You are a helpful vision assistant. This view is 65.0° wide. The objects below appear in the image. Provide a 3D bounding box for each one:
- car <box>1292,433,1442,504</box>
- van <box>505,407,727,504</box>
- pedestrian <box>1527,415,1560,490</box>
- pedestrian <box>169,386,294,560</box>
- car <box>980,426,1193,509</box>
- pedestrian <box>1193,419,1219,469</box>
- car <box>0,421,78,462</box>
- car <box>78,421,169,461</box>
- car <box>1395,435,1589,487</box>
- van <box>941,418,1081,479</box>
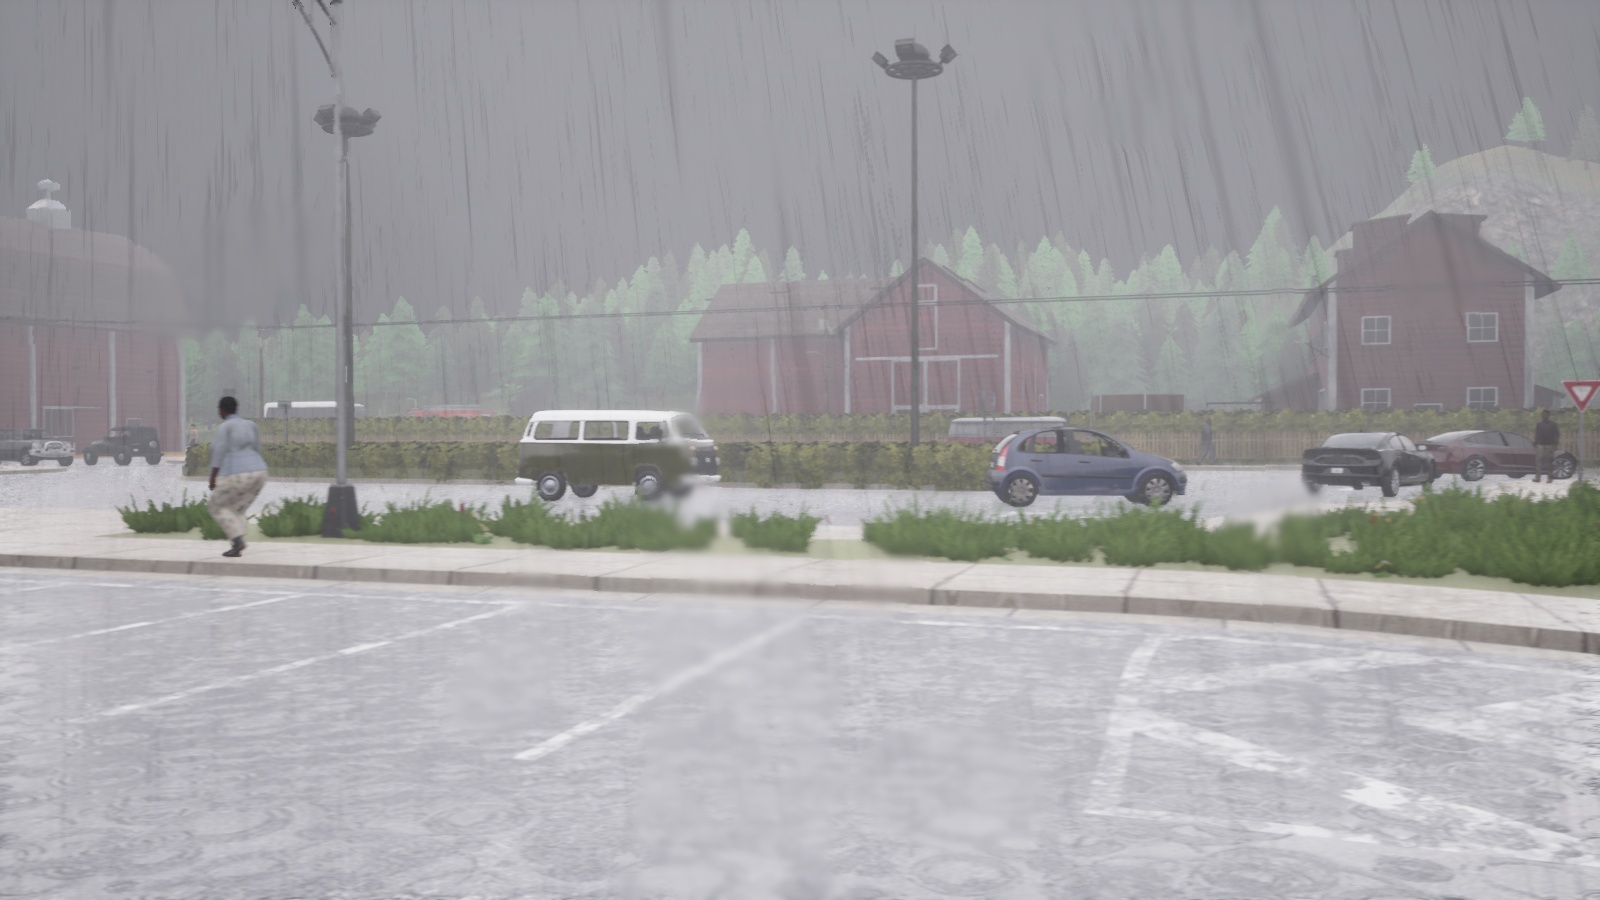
[{"bbox_3d":[13.659,0.374,30.072,1.882,1.535,5.008,1,1,41],"label":"car"},{"bbox_3d":[-4.114,0.083,28.194,4.480,2.038,2.069,1,1,19],"label":"van"},{"bbox_3d":[18.441,0.052,31.150,0.703,1.840,0.431,0,1,-35],"label":"pedestrian"},{"bbox_3d":[-6.295,0.235,13.938,0.900,1.855,0.874,1,1,19],"label":"pedestrian"},{"bbox_3d":[5.812,0.333,25.850,3.988,1.617,1.851,0,1,2],"label":"car"},{"bbox_3d":[15.303,-0.219,47.377,0.849,1.883,0.563,0,1,11],"label":"pedestrian"},{"bbox_3d":[-35.429,-0.416,57.744,4.605,1.855,1.932,1,1,32],"label":"car"},{"bbox_3d":[-32.509,-0.467,60.349,3.866,1.878,1.905,1,1,25],"label":"car"},{"bbox_3d":[20.527,0.306,37.320,4.792,1.488,2.163,0,1,-13],"label":"car"},{"bbox_3d":[7.155,-0.075,42.548,4.442,1.987,1.775,1,1,19],"label":"van"}]
